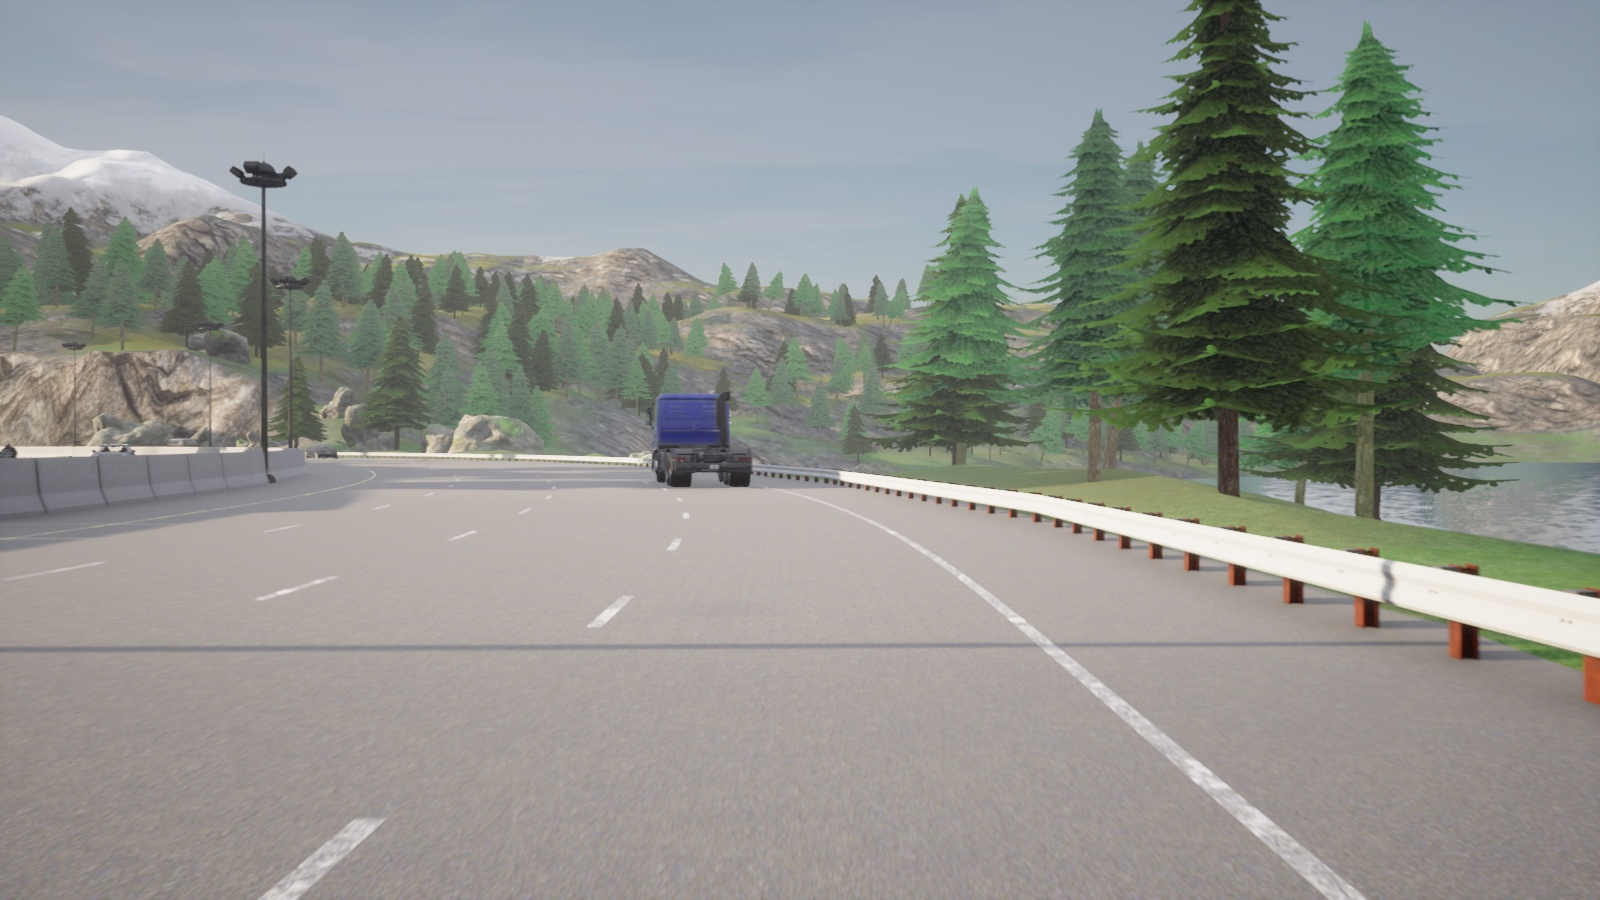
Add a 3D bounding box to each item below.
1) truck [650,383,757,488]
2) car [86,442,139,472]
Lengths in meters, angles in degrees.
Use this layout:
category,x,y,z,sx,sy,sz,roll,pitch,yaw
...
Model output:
category,x,y,z,sx,sy,sz,roll,pitch,yaw
truck,-3.673,-0.496,45.711,2.891,3.462,7.936,0,0,-12
car,-34.825,0.325,63.667,1.970,1.475,3.806,0,0,-23
